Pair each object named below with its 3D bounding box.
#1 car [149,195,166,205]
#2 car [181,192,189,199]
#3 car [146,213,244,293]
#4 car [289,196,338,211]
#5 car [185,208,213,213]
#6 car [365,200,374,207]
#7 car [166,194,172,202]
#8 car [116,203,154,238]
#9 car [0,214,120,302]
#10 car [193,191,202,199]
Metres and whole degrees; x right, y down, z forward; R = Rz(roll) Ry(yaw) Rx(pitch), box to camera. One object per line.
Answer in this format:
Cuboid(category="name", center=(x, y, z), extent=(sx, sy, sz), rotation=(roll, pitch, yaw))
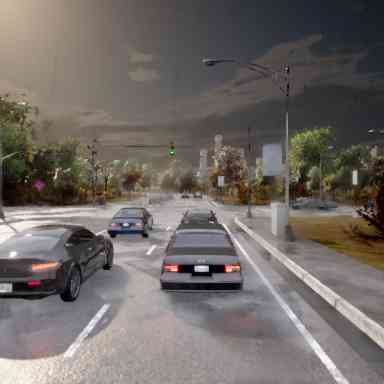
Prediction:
Cuboid(category="car", center=(-6.016, 1.353, 55.705), extent=(2.033, 1.411, 5.357), rotation=(0, 0, 1))
Cuboid(category="car", center=(-1.826, 1.064, 85.597), extent=(1.895, 1.301, 4.718), rotation=(0, 1, 1))
Cuboid(category="car", center=(0.228, 1.536, 8.989), extent=(2.033, 1.411, 5.357), rotation=(0, 0, 1))
Cuboid(category="car", center=(14.169, 1.421, 38.893), extent=(5.357, 1.411, 2.033), rotation=(0, 0, -2))
Cuboid(category="car", center=(0.415, 1.557, 18.541), extent=(1.895, 1.301, 4.718), rotation=(0, 0, 2))
Cuboid(category="car", center=(24.858, 1.335, 42.779), extent=(5.008, 1.535, 1.882), rotation=(0, 0, -2))
Cuboid(category="car", center=(-5.694, 1.266, 67.710), extent=(1.812, 1.442, 4.674), rotation=(0, 0, 2))
Cuboid(category="car", center=(-3.090, 1.508, 17.478), extent=(2.033, 1.411, 5.357), rotation=(0, 0, -2))
Cuboid(category="car", center=(-3.281, 1.515, 8.152), extent=(1.812, 1.442, 4.674), rotation=(0, 0, 1))
Cuboid(category="car", center=(1.679, 0.994, 85.845), extent=(1.812, 1.442, 4.674), rotation=(0, 1, 1))
